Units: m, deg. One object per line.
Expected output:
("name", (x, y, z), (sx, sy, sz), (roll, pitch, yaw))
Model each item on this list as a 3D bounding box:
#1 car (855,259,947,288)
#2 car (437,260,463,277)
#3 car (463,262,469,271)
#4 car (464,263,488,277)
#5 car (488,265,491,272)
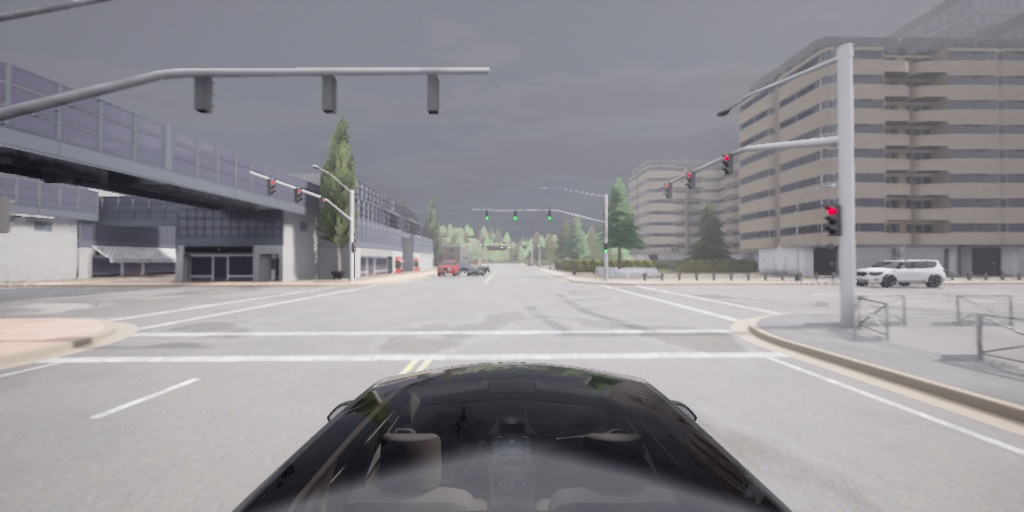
("car", (28.218, 1.263, 26.271), (5.566, 2.045, 2.150), (0, -1, -1))
("car", (-7.952, 1.536, 45.226), (2.150, 2.045, 5.566), (0, -1, -1))
("car", (-8.172, 1.890, 62.491), (2.097, 1.767, 4.553), (0, -1, 0))
("car", (-4.441, 1.869, 44.600), (1.994, 1.385, 4.181), (0, -1, -1))
("car", (-4.655, 2.112, 60.623), (1.895, 1.301, 4.718), (0, -1, 0))
